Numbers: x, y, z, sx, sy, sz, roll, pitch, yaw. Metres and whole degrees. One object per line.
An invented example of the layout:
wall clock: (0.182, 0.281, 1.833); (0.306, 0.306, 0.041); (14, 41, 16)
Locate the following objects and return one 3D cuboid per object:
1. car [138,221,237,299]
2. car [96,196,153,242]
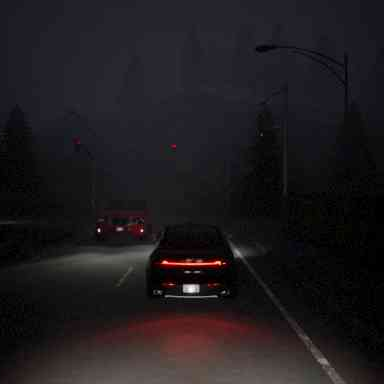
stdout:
car: (0.026, 1.505, 8.458); (1.837, 1.490, 4.892); (0, 0, 1)
car: (-3.178, 1.221, 16.866); (2.150, 2.045, 5.566); (1, 0, -3)
